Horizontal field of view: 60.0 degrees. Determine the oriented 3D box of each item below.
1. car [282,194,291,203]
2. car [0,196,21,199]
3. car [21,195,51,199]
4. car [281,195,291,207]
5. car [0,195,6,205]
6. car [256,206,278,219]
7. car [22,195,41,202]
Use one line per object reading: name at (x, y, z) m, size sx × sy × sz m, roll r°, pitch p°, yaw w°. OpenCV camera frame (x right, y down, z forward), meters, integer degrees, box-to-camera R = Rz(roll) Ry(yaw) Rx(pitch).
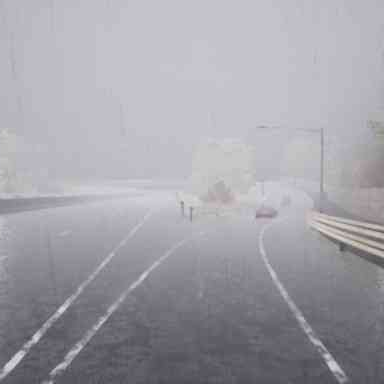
car at (21.124, 1.385, 74.524) m, size 2.033 × 1.411 × 5.357 m, roll 1°, pitch 4°, yaw 15°
car at (-28.367, 1.335, 52.472) m, size 1.812 × 1.442 × 4.674 m, roll 0°, pitch 0°, yaw -3°
car at (-24.913, 1.337, 53.286) m, size 1.837 × 1.490 × 4.892 m, roll 0°, pitch 0°, yaw -3°
car at (18.152, 1.989, 64.473) m, size 2.033 × 1.411 × 5.357 m, roll 1°, pitch 2°, yaw 17°
car at (-31.898, 1.278, 52.977) m, size 2.128 × 1.511 × 4.902 m, roll 0°, pitch 0°, yaw -3°
car at (8.553, 2.261, 37.900) m, size 1.994 × 1.385 × 4.181 m, roll 1°, pitch -1°, yaw 22°
car at (-32.903, 1.313, 68.302) m, size 1.812 × 1.442 × 4.674 m, roll 0°, pitch 0°, yaw -4°
